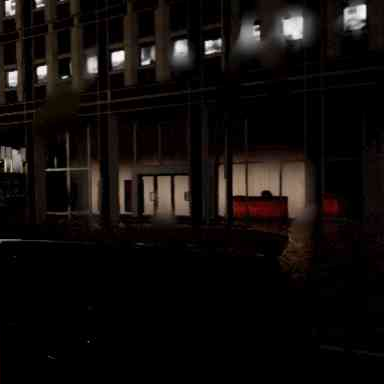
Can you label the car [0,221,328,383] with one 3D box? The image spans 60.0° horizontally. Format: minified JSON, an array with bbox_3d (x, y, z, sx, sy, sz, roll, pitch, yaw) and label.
[{"bbox_3d":[-1.310,1.263,3.349,5.009,1.841,2.192,-1,2,22],"label":"car"}]
